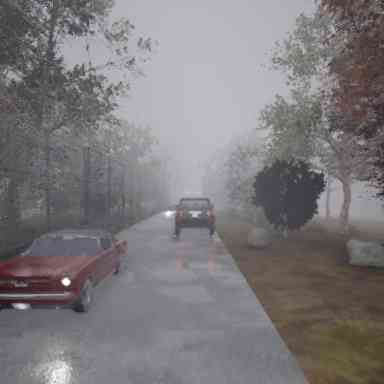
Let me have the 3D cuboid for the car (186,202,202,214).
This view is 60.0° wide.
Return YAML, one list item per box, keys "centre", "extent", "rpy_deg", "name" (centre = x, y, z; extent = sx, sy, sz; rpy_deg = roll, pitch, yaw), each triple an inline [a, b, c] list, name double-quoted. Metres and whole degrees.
- centre: [0.231, 2.011, 42.699]
  extent: [1.895, 1.301, 4.718]
  rpy_deg: [0, -1, 0]
  name: "car"

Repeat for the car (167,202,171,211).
- centre: [-2.650, 2.155, 49.439]
  extent: [1.895, 1.301, 4.718]
  rpy_deg: [0, -1, 1]
  name: "car"

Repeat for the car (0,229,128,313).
- centre: [-2.845, 1.603, 7.756]
  extent: [1.895, 1.301, 4.718]
  rpy_deg: [0, 0, 0]
  name: "car"

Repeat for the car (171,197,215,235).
- centre: [0.152, 1.294, 19.468]
  extent: [2.150, 2.045, 5.566]
  rpy_deg: [0, -1, 0]
  name: "car"
